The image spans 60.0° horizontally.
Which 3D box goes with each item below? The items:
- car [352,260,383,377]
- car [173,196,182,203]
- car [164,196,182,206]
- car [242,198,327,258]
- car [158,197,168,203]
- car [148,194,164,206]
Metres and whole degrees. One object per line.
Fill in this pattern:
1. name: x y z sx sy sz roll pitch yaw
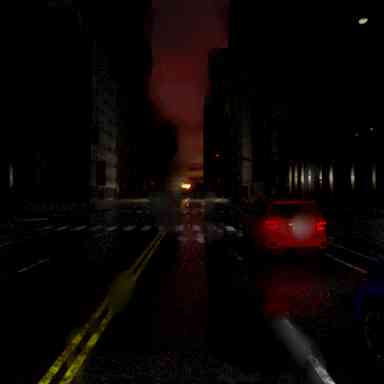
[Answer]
1. car: 3.352 1.227 2.352 2.150 2.045 5.566 0 0 0
2. car: -3.288 1.628 74.842 1.812 1.442 4.674 0 0 0
3. car: -3.321 1.562 58.523 1.882 1.535 5.008 0 0 0
4. car: 3.344 1.240 13.050 2.150 2.045 5.566 0 0 0
5. car: -6.538 1.699 74.801 1.895 1.301 4.718 0 0 0
6. car: -6.572 1.587 58.508 1.837 1.490 4.892 0 0 1
